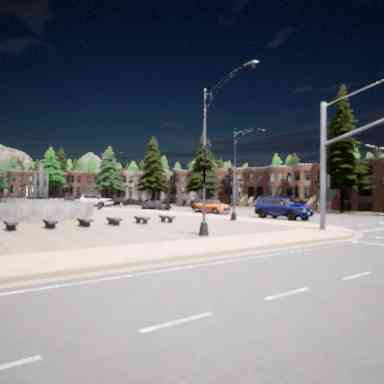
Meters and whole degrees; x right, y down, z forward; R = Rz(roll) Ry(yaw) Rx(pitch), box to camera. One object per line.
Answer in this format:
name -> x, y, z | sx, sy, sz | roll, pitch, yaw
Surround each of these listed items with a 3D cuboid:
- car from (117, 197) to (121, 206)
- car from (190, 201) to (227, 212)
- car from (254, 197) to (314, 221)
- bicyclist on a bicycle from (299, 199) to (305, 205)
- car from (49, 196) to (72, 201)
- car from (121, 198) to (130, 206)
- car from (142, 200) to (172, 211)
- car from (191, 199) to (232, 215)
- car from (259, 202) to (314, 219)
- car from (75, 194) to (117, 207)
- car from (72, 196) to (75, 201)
car -> -15.119, 1.805, 58.052 | 4.181, 1.385, 1.994 | 0, 0, 18
car -> 2.140, 1.906, 43.786 | 4.718, 1.301, 1.895 | 0, -1, 44
car -> 8.282, 1.496, 30.517 | 2.150, 2.045, 5.566 | 1, 0, -37
bicyclist on a bicycle -> 15.124, 1.740, 45.804 | 1.656, 1.620, 0.582 | 1, 0, -37
car -> -24.853, 1.669, 59.931 | 4.892, 1.490, 1.837 | 0, 0, 5
car -> -13.770, 1.779, 61.282 | 4.892, 1.490, 1.837 | 0, 0, 18
car -> -4.813, 1.814, 45.041 | 4.181, 1.385, 1.994 | 0, 0, 34
car -> 2.407, 1.623, 38.167 | 2.097, 1.767, 4.553 | 1, 0, -40
car -> 9.720, 1.861, 34.522 | 2.033, 1.411, 5.357 | 1, 0, -36
car -> -15.756, 1.434, 54.769 | 5.566, 2.045, 2.150 | 0, -1, 17
car -> -23.586, 1.549, 63.225 | 4.553, 1.767, 2.097 | 0, 0, 7
